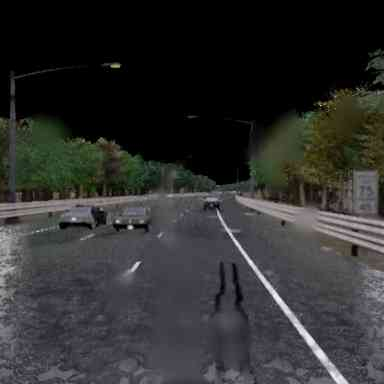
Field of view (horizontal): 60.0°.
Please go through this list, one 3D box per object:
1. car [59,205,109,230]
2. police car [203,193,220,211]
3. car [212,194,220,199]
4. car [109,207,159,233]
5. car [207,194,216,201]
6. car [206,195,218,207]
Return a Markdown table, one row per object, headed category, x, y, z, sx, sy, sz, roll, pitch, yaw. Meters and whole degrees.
| category | x | y | z | sx | sy | sz | roll | pitch | yaw |
| --- | --- | --- | --- | --- | --- | --- | --- | --- | --- |
| car | -6.537 | 1.482 | 20.572 | 1.994 | 1.385 | 4.181 | 0 | 0 | 2 |
| police car | 2.341 | 1.317 | 40.028 | 1.930 | 1.638 | 5.238 | 0 | 0 | 4 |
| car | 6.457 | 1.220 | 90.042 | 1.812 | 1.442 | 4.674 | 0 | 0 | 9 |
| car | -3.085 | 1.528 | 19.229 | 1.895 | 1.301 | 4.718 | 0 | 0 | 2 |
| car | 4.399 | 1.261 | 74.403 | 1.812 | 1.442 | 4.674 | 0 | 0 | 7 |
| car | 3.058 | 1.328 | 49.928 | 1.801 | 1.575 | 5.366 | 0 | 0 | 5 |
